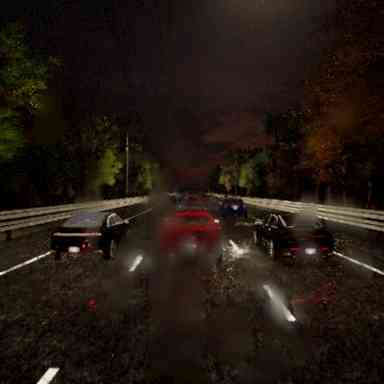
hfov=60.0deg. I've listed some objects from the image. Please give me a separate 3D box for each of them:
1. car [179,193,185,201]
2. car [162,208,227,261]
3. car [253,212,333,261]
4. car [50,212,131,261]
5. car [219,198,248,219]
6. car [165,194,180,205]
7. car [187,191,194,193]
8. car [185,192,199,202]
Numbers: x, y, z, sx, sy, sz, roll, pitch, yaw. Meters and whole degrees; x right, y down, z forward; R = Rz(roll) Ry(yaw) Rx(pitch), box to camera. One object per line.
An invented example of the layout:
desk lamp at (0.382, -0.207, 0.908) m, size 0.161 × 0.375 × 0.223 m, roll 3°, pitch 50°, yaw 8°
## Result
car at (-3.417, 1.418, 79.375) m, size 2.033 × 1.411 × 5.357 m, roll 0°, pitch 0°, yaw 0°
car at (0.010, 1.468, 12.278) m, size 1.882 × 1.535 × 5.008 m, roll 0°, pitch 0°, yaw 0°
car at (3.510, 1.495, 12.252) m, size 1.837 × 1.490 × 4.892 m, roll 0°, pitch 0°, yaw 0°
car at (-3.490, 1.484, 12.268) m, size 2.128 × 1.511 × 4.902 m, roll 0°, pitch 0°, yaw 0°
car at (3.529, 1.320, 29.226) m, size 2.097 × 1.767 × 4.553 m, roll 0°, pitch 0°, yaw 0°
car at (-3.443, 1.406, 55.337) m, size 1.882 × 1.535 × 5.008 m, roll 0°, pitch 0°, yaw 0°
car at (0.097, 1.323, 91.868) m, size 1.882 × 1.535 × 5.008 m, roll 0°, pitch 0°, yaw 0°
car at (0.075, 1.373, 71.332) m, size 1.882 × 1.535 × 5.008 m, roll 0°, pitch 0°, yaw 0°
